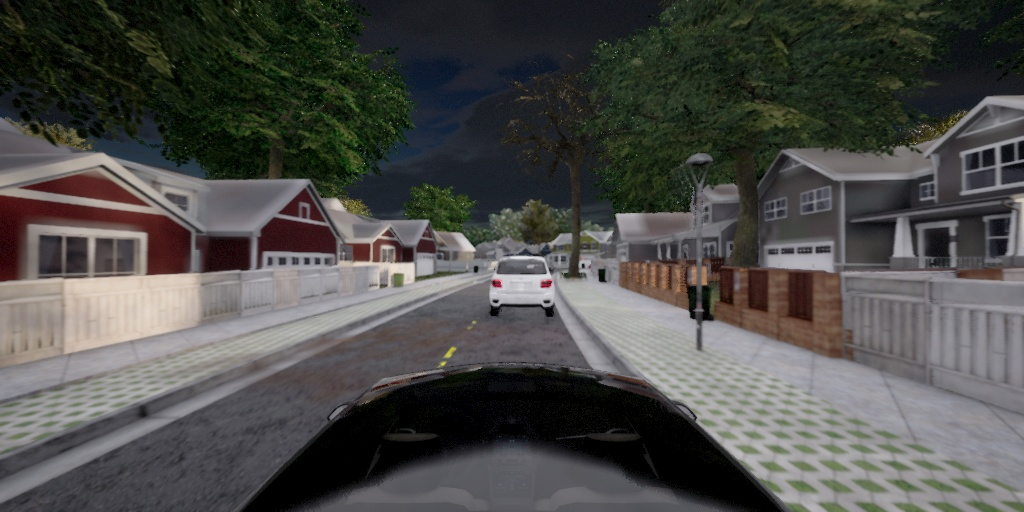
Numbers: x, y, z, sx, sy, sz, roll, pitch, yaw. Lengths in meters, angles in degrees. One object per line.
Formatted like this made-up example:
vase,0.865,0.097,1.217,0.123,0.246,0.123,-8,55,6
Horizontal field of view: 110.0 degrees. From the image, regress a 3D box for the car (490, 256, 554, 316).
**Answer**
car,0.448,1.031,13.831,2.150,2.045,5.566,0,0,3
